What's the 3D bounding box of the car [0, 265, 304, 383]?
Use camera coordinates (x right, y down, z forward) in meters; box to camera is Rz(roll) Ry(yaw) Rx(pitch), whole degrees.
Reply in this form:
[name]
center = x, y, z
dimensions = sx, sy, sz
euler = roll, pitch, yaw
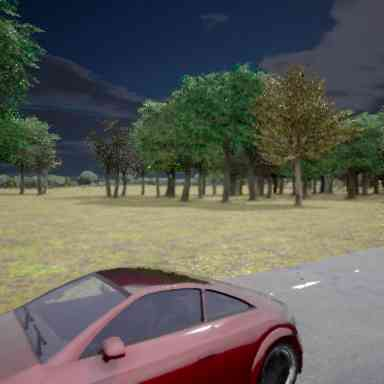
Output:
[car]
center = -0.763, 1.563, 3.448
dimensions = 4.181, 1.385, 1.994
euler = 0, 0, -35
